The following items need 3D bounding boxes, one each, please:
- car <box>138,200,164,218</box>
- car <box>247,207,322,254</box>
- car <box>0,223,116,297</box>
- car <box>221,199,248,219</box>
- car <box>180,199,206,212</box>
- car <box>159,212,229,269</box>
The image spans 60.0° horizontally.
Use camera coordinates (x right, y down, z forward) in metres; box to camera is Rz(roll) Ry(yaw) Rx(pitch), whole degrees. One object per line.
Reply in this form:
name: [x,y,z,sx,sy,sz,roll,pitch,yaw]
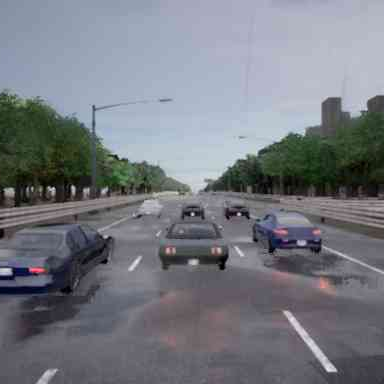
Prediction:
car: [-3.429,1.393,28.422,1.812,1.442,4.674,0,0,0]
car: [3.570,1.479,13.079,1.812,1.442,4.674,0,0,0]
car: [-3.459,1.516,8.682,2.033,1.411,5.357,0,0,0]
car: [3.566,1.382,27.497,1.837,1.490,4.892,0,1,0]
car: [0.067,1.381,27.583,1.837,1.490,4.892,0,1,0]
car: [0.060,1.561,10.985,1.895,1.301,4.718,0,0,0]
